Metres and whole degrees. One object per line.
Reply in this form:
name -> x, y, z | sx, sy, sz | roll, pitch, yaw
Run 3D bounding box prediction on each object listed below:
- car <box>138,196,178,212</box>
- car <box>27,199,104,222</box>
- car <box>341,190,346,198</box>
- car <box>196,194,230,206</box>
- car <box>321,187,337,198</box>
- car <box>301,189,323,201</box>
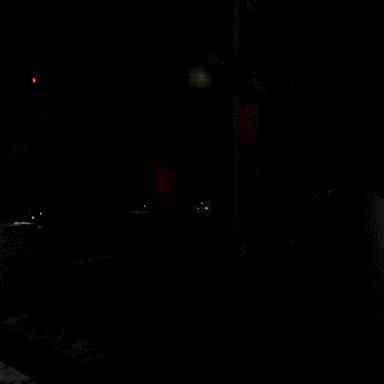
car -> -3.227, 1.090, 32.197 | 1.994, 1.385, 4.181 | 0, 1, 35
car -> -8.935, 1.249, 24.030 | 2.033, 1.411, 5.357 | 0, 1, 35
car -> 28.278, 0.378, 59.977 | 1.837, 1.490, 4.892 | 0, 1, 34
car -> 2.720, 0.896, 40.711 | 2.033, 1.411, 5.357 | 0, 1, 36
car -> 25.027, 0.106, 61.006 | 2.150, 2.045, 5.566 | 0, 1, 35
car -> 18.354, 0.633, 51.424 | 1.994, 1.385, 4.181 | 0, 1, 34
